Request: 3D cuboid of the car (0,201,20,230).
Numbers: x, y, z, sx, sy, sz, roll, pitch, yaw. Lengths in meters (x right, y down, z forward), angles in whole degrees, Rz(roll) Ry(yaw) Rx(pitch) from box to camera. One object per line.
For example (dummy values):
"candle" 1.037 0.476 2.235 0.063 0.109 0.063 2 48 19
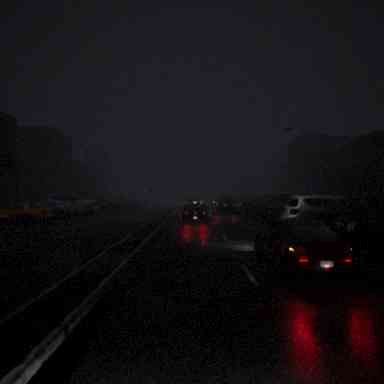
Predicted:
"car" -12.733 1.430 18.486 5.008 1.535 2.097 0 0 0

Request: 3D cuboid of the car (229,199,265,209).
"car" 7.948 1.696 48.393 4.792 1.488 2.163 0 -1 0

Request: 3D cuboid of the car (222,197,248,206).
"car" 7.968 1.767 62.179 4.553 1.767 2.185 0 -1 0

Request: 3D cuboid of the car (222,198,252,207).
"car" 7.978 1.845 59.420 5.008 1.535 2.097 0 -1 0

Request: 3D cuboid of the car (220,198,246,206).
"car" 8.044 1.971 64.932 4.792 1.488 2.163 0 -1 0

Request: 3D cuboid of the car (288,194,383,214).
"car" 7.698 1.196 15.326 5.566 2.045 2.435 0 0 0

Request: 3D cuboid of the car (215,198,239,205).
"car" 7.894 2.146 75.961 5.366 1.575 1.946 0 -1 0

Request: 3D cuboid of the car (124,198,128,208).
"car" -12.678 1.670 49.034 5.366 1.575 1.946 0 -1 0

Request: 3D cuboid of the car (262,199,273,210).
"car" 7.804 1.459 23.597 4.792 1.488 2.163 0 0 0

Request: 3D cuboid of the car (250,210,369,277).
"car" 3.156 1.508 10.053 1.812 1.442 4.674 0 0 0

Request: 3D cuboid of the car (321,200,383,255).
"car" 7.679 1.329 12.569 4.553 1.767 2.185 0 0 0

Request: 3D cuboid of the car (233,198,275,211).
"car" 7.881 1.580 42.879 5.008 1.535 2.097 0 -1 0

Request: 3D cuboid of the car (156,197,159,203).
"car" -12.220 2.143 87.936 5.566 2.045 2.435 0 -1 0

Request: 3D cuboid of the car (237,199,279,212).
"car" 7.868 1.581 40.124 4.674 1.452 2.002 0 -1 0

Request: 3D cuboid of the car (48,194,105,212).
"car" -12.572 1.218 35.024 5.566 2.045 2.435 0 0 0

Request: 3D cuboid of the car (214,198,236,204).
"car" 8.301 2.314 84.235 5.366 1.575 1.946 0 -1 0

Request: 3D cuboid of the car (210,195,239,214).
"car" 3.300 1.350 34.802 2.097 1.767 4.553 0 -1 0

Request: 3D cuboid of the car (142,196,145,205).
"car" -12.358 1.960 65.704 5.008 1.535 2.097 0 -1 0

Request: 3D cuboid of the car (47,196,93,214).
"car" -12.808 1.443 32.245 5.366 1.575 1.946 0 0 0

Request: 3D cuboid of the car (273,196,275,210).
"car" 7.790 1.305 20.839 4.553 1.767 2.185 0 0 0

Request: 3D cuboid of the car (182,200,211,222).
"car" 0.248 1.551 25.966 1.895 1.301 4.718 0 0 0

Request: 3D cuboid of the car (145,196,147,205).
"car" -12.348 2.012 68.483 4.892 1.521 2.231 0 -1 0

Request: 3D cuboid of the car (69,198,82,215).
"car" -12.641 1.469 29.470 4.674 1.452 2.002 0 0 0

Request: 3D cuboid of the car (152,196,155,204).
"car" -12.233 2.318 82.248 4.674 1.452 2.002 0 -1 0

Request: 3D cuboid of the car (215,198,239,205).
"car" 8.280 2.200 78.721 5.366 1.575 1.946 0 -1 0

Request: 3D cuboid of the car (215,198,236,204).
"car" 8.134 2.290 81.477 4.792 1.488 2.163 0 -1 0

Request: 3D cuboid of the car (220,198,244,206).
"car" 8.029 2.032 67.726 4.674 1.452 2.002 0 -1 0

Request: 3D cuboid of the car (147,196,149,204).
"car" -12.319 2.101 71.135 4.674 1.452 2.002 0 -1 0

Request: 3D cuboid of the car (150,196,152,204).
"car" -12.285 2.169 76.694 4.892 1.521 2.231 0 -1 0

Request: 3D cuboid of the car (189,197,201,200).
"car" 0.340 1.435 41.788 2.097 1.767 4.553 0 -1 0

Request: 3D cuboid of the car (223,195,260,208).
"car" 7.979 1.503 53.911 5.566 2.045 2.435 0 -1 0

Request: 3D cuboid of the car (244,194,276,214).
"car" 7.778 1.189 29.107 5.566 2.045 2.435 0 0 0

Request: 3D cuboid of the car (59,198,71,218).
"car" -12.666 1.460 26.812 4.674 1.452 2.002 0 0 0

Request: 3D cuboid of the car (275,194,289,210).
"car" 7.771 1.187 18.083 5.566 2.045 2.435 0 0 0

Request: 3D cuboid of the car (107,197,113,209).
"car" -12.526 1.413 40.576 4.553 1.767 2.185 0 -1 0

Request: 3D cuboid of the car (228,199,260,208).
"car" 7.932 1.750 51.149 4.674 1.452 2.002 0 -1 0

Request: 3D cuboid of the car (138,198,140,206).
"car" -12.401 1.860 60.022 4.892 1.521 2.231 0 -1 0

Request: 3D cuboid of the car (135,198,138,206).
"car" -12.434 1.810 57.243 5.008 1.535 2.097 0 -1 0

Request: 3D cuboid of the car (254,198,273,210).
"car" 7.785 1.429 26.349 5.008 1.535 2.097 0 0 0

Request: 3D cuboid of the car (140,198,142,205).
"car" -12.415 1.937 62.800 4.792 1.488 2.163 0 -1 0

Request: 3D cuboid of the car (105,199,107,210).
"car" -12.577 1.540 37.796 4.674 1.452 2.002 0 -1 0

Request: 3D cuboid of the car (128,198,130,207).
"car" -12.444 1.591 51.696 4.553 1.767 2.185 0 -1 0

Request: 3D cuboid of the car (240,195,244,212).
"car" 7.794 1.202 31.860 5.566 2.045 2.435 0 0 0

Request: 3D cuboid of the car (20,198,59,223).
"car" -12.871 1.415 24.043 5.366 1.575 1.946 0 0 0

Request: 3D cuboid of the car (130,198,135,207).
"car" -12.421 1.793 54.464 4.792 1.488 2.163 0 -1 0

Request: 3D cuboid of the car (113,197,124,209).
"car" -12.520 1.628 46.254 4.892 1.521 2.231 0 -1 0
